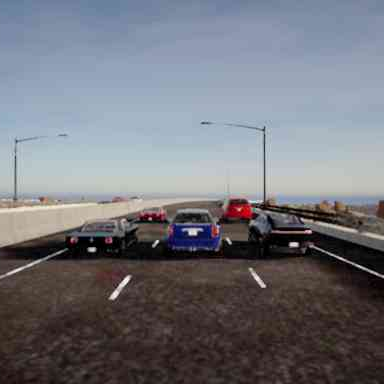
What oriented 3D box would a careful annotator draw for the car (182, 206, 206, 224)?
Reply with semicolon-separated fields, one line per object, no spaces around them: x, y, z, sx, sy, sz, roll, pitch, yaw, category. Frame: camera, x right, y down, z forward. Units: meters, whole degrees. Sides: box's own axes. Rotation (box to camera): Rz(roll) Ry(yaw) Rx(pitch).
0.212;1.893;28.698;1.895;1.301;4.718;0;-1;1;car

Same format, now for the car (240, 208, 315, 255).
3.547;1.628;13.944;2.128;1.511;4.902;0;0;1;car

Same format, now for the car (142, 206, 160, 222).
-3.288;1.894;28.751;1.895;1.301;4.718;0;-1;1;car

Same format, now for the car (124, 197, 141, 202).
-12.543;2.062;72.838;2.150;2.045;5.566;0;-1;2;car

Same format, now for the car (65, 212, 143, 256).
-3.458;1.735;13.800;1.895;1.301;4.718;0;-1;1;car

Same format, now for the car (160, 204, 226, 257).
0.042;1.483;13.745;2.097;1.767;4.553;0;-1;1;car

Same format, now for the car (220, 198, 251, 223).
3.709;1.507;28.553;2.150;2.045;5.566;0;0;1;car

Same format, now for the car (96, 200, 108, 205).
-19.535;2.436;73.149;1.895;1.301;4.718;0;-1;2;car

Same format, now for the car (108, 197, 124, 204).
-16.039;2.064;72.996;2.150;2.045;5.566;0;-1;2;car
